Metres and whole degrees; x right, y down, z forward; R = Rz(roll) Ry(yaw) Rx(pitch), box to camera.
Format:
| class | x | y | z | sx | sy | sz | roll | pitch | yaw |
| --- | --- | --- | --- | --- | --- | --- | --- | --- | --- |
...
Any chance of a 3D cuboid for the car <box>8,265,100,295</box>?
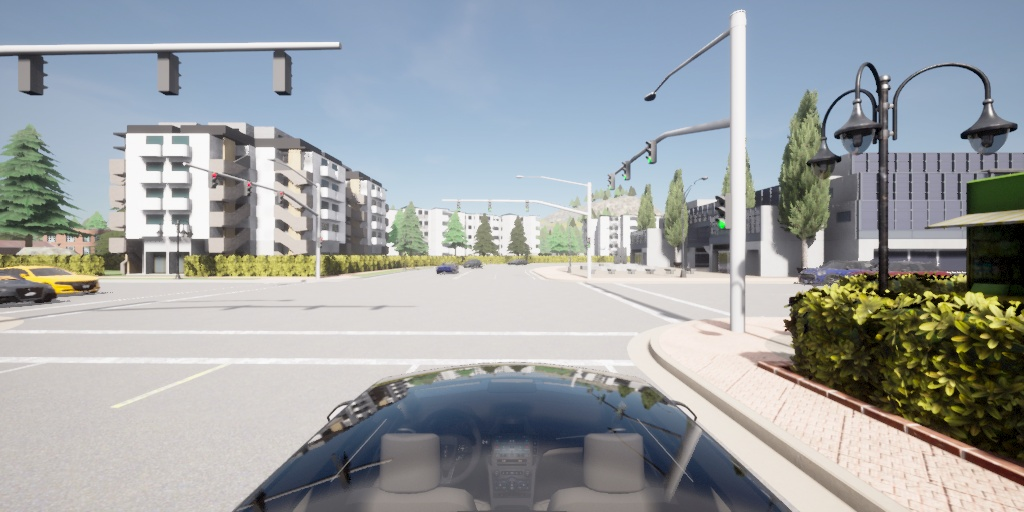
| class | x | y | z | sx | sy | sz | roll | pitch | yaw |
| --- | --- | --- | --- | --- | --- | --- | --- | --- | --- |
| car | -23.427 | 1.228 | 17.690 | 5.008 | 1.535 | 1.882 | 0 | 0 | 1 |

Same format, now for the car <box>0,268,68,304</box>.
| class | x | y | z | sx | sy | sz | roll | pitch | yaw |
| --- | --- | --- | --- | --- | --- | --- | --- | --- | --- |
| car | -20.880 | 1.314 | 14.124 | 4.181 | 1.385 | 1.994 | 0 | 0 | 1 |

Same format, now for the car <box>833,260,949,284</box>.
| class | x | y | z | sx | sy | sz | roll | pitch | yaw |
| --- | --- | --- | --- | --- | --- | --- | --- | --- | --- |
| car | 21.524 | 1.103 | 20.250 | 4.553 | 1.767 | 2.097 | 0 | 0 | 1 |

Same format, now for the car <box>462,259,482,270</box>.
| class | x | y | z | sx | sy | sz | roll | pitch | yaw |
| --- | --- | --- | --- | --- | --- | --- | --- | --- | --- |
| car | -5.953 | 1.254 | 54.515 | 1.837 | 1.490 | 4.892 | 0 | 0 | 13 |

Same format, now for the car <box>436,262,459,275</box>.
| class | x | y | z | sx | sy | sz | roll | pitch | yaw |
| --- | --- | --- | --- | --- | --- | --- | --- | --- | --- |
| car | -7.010 | 1.350 | 39.195 | 1.895 | 1.301 | 4.718 | 0 | 0 | 0 |

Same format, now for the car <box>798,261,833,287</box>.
| class | x | y | z | sx | sy | sz | roll | pitch | yaw |
| --- | --- | --- | --- | --- | --- | --- | --- | --- | --- |
| car | 21.768 | 1.103 | 23.744 | 4.553 | 1.767 | 2.097 | 0 | 0 | 1 |
